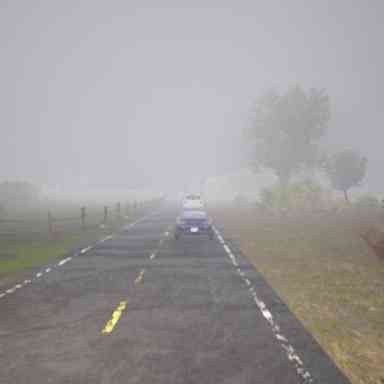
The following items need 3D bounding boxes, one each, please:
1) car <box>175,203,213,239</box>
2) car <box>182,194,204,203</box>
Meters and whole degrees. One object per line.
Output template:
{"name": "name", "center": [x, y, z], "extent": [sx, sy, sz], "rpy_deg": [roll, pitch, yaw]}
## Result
{"name": "car", "center": [0.103, 1.519, 17.201], "extent": [1.812, 1.442, 4.674], "rpy_deg": [0, 0, 0]}
{"name": "car", "center": [0.105, 1.224, 37.423], "extent": [2.150, 2.045, 5.566], "rpy_deg": [0, 0, 0]}
